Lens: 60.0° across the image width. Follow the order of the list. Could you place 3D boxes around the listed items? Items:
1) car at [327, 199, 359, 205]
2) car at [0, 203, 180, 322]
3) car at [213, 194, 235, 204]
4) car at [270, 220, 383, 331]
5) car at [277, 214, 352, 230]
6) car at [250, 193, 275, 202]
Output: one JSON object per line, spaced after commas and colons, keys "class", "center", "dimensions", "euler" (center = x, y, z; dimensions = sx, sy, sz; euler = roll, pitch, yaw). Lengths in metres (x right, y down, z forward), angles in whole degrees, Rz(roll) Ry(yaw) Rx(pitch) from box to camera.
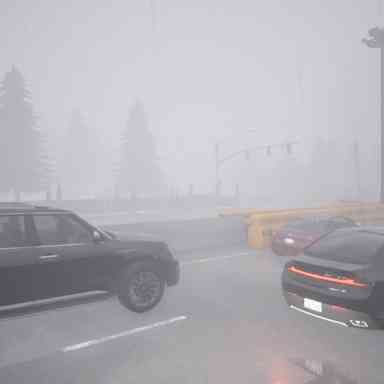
{"class": "car", "center": [11.306, 1.239, 24.897], "dimensions": [4.181, 1.385, 1.994], "euler": [-1, 1, -35]}
{"class": "car", "center": [-2.912, 1.217, 5.968], "dimensions": [5.566, 2.045, 2.150], "euler": [0, 0, -36]}
{"class": "car", "center": [4.736, 1.024, 50.116], "dimensions": [2.128, 1.511, 4.902], "euler": [-1, 1, -35]}
{"class": "car", "center": [3.808, 1.434, 6.464], "dimensions": [4.892, 1.490, 1.837], "euler": [-1, 1, -35]}
{"class": "car", "center": [4.619, 1.441, 11.331], "dimensions": [4.181, 1.385, 1.994], "euler": [-1, 1, -35]}
{"class": "car", "center": [12.242, 0.863, 57.916], "dimensions": [2.128, 1.511, 4.902], "euler": [-1, 1, -35]}
